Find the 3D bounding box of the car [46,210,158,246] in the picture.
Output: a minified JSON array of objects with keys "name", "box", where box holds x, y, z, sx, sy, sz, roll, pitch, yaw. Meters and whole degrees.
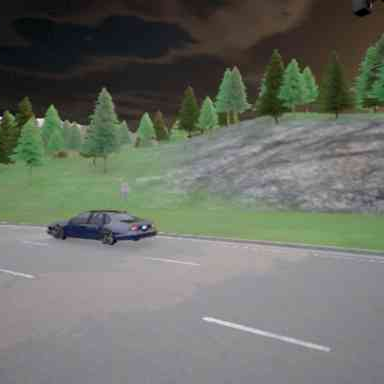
[{"name":"car","box":[-4.132,1.499,14.905,5.357,1.411,2.033,0,0,30]}]
